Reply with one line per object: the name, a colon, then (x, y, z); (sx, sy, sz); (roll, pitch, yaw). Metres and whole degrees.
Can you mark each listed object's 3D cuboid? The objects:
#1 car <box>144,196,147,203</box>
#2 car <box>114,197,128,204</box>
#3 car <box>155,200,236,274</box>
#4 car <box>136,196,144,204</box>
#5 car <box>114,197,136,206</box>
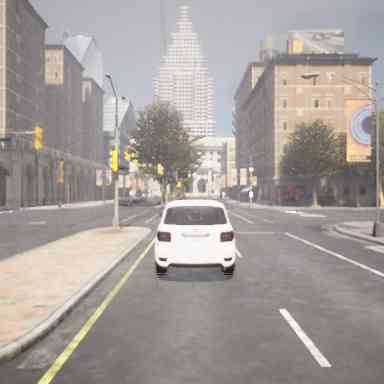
car: (-11.671, 1.719, 78.539); (1.837, 1.490, 4.892); (0, 0, 0)
car: (-14.901, 1.789, 69.683); (1.895, 1.301, 4.718); (0, 0, 0)
car: (0.074, 1.255, 10.777); (2.150, 2.045, 5.566); (0, 0, 0)
car: (-11.648, 1.791, 68.357); (1.895, 1.301, 4.718); (0, 0, 0)
car: (-11.681, 1.667, 58.303); (1.837, 1.490, 4.892); (0, 0, 0)
